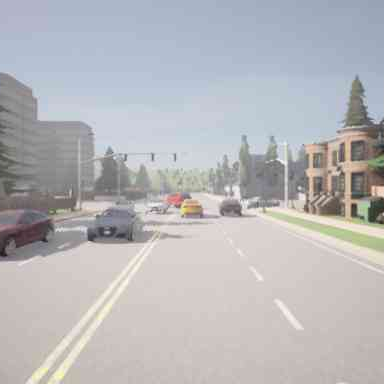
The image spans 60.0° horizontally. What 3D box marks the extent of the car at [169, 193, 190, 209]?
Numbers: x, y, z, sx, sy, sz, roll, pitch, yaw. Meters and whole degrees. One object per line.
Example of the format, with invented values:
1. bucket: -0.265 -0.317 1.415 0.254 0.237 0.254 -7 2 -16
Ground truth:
1. car: -1.879 1.081 43.694 2.150 2.045 5.566 1 0 -24

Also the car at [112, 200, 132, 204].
1. car: -6.997 1.512 33.219 1.895 1.301 4.718 0 0 0

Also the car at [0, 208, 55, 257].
1. car: -7.096 1.434 12.940 1.882 1.535 5.008 0 0 0

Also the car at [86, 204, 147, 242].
1. car: -3.592 1.511 16.055 1.994 1.385 4.181 0 0 0

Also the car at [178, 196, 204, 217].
1. car: 0.009 1.380 29.811 1.882 1.535 5.008 0 0 0

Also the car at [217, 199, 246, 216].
1. car: 3.514 1.405 31.196 1.837 1.490 4.892 0 1 0

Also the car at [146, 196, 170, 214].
1. car: -3.497 1.334 33.248 1.812 1.442 4.674 0 0 0

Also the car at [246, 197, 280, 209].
1. car: 9.027 1.386 42.821 4.674 1.442 1.812 0 -1 -19
